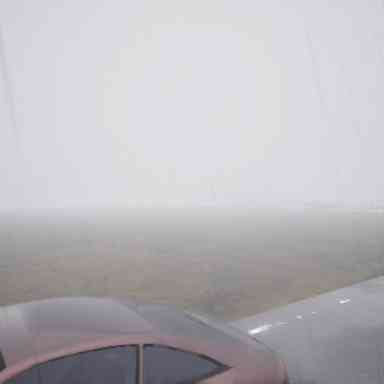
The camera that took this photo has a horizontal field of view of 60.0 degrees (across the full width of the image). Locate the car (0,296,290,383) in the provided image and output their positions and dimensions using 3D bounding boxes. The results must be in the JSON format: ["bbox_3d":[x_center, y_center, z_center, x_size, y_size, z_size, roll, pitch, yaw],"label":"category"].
[{"bbox_3d":[-1.200,1.564,2.214,4.181,1.385,1.994,0,0,-36],"label":"car"}]

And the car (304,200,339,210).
[{"bbox_3d":[19.010,1.846,48.875,1.895,1.301,4.718,0,0,-36],"label":"car"}]
